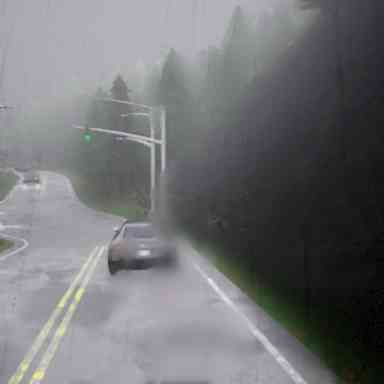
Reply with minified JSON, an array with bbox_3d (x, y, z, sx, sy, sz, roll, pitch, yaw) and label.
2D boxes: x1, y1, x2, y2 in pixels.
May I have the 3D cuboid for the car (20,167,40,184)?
[{"bbox_3d":[-23.633,-2.215,49.079,2.097,1.767,4.553,-2,9,-23],"label":"car"}]

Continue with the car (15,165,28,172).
[{"bbox_3d":[-31.775,-4.328,62.772,1.895,1.301,4.718,-4,11,-44],"label":"car"}]

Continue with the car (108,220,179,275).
[{"bbox_3d":[-1.588,1.585,10.712,1.994,1.385,4.181,-1,0,-9],"label":"car"}]
